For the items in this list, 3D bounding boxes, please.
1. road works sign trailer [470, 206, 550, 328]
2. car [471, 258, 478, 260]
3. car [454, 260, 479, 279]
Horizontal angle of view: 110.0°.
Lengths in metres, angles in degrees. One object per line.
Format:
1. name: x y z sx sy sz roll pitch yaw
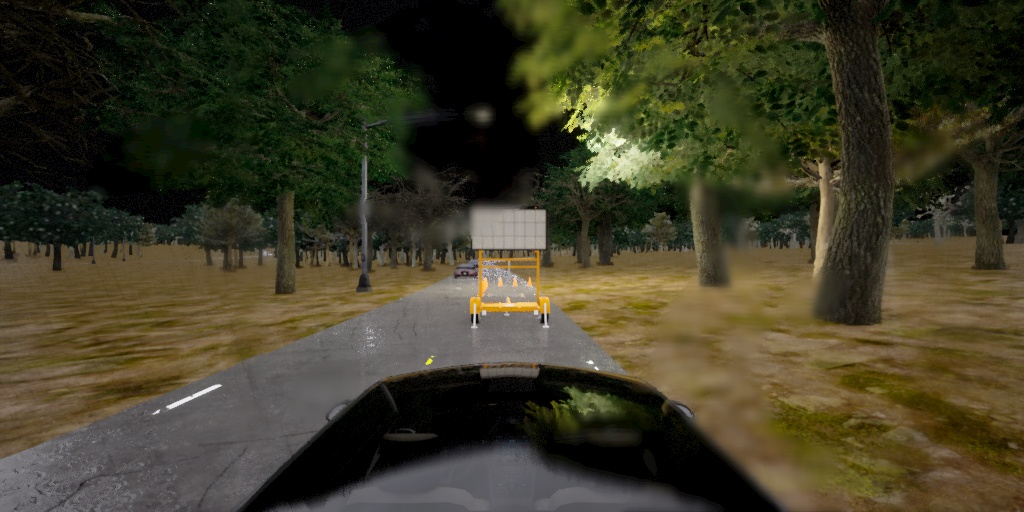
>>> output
1. road works sign trailer: -0.093 0.224 11.424 2.380 3.560 2.880 0 0 -2
2. car: -6.214 1.282 59.149 2.097 1.767 4.553 0 0 -5
3. car: -4.209 1.369 33.078 1.994 1.385 4.181 0 0 -4
